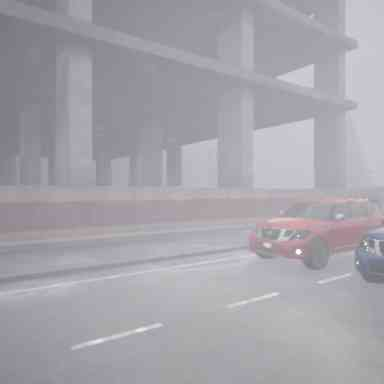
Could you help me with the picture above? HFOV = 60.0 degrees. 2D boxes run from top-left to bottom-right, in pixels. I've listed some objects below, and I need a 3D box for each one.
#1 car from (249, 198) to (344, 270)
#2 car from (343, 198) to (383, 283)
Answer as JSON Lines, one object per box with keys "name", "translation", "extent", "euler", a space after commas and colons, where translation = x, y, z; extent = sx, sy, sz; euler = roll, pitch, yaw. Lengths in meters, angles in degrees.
{"name": "car", "translation": [4.486, 1.231, 11.402], "extent": [5.566, 2.045, 2.150], "euler": [0, 0, -35]}
{"name": "car", "translation": [6.515, 1.231, 8.550], "extent": [5.566, 2.045, 2.150], "euler": [0, 0, -35]}
